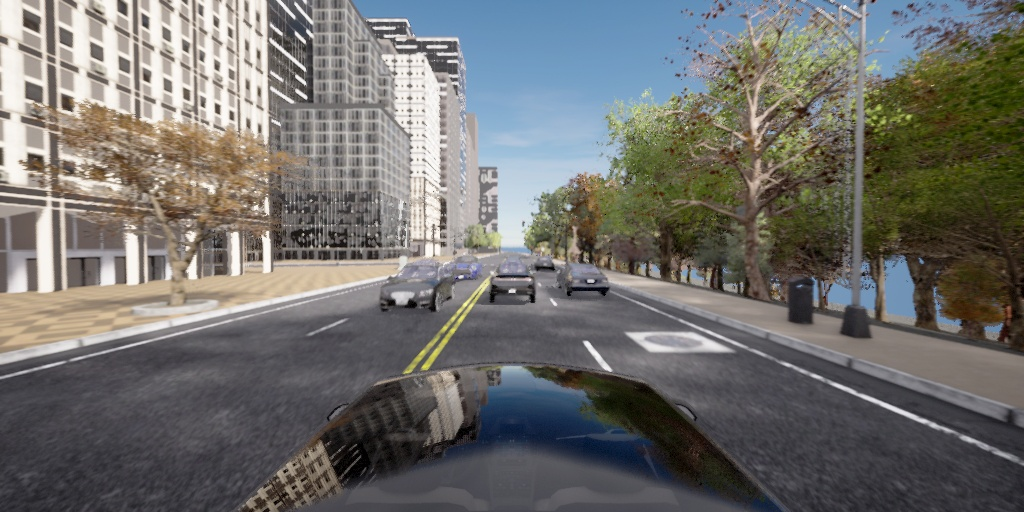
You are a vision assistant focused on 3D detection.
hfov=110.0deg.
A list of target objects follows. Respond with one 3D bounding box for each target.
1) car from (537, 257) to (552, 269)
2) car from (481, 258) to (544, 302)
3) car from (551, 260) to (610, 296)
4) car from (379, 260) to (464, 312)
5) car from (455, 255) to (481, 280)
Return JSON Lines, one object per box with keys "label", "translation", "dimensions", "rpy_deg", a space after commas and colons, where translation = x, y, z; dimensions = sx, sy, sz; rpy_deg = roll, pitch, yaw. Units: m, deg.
{"label": "car", "translation": [3.358, 0.769, 37.968], "dimensions": [1.994, 1.385, 4.181], "rpy_deg": [0, 1, 0]}
{"label": "car", "translation": [0.040, 1.033, 15.530], "dimensions": [2.128, 1.511, 4.902], "rpy_deg": [0, 1, 1]}
{"label": "car", "translation": [3.306, 1.059, 17.498], "dimensions": [2.033, 1.411, 5.357], "rpy_deg": [0, 1, 0]}
{"label": "car", "translation": [-3.287, 1.068, 13.222], "dimensions": [2.128, 1.511, 4.902], "rpy_deg": [0, 1, 1]}
{"label": "car", "translation": [-3.272, 0.742, 25.643], "dimensions": [2.097, 1.767, 4.553], "rpy_deg": [0, 1, 1]}
